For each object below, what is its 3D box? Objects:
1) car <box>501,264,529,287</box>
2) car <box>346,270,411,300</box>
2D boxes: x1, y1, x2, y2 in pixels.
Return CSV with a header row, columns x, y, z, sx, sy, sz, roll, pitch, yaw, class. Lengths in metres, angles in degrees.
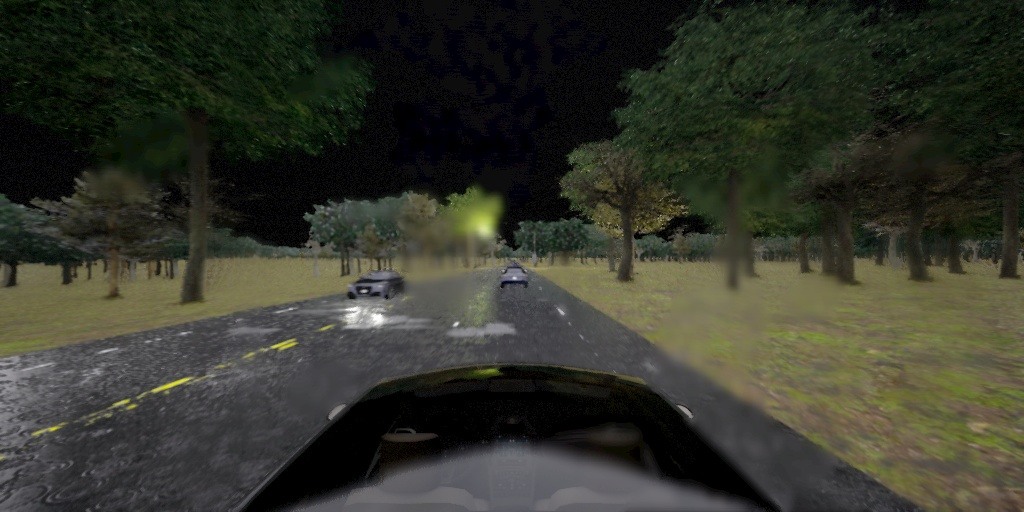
x,y,z,sx,sy,sz,roll,pitch,yaw,class
0.198,1.494,26.483,1.994,1.385,4.181,0,0,0,car
-6.700,1.432,18.400,1.994,1.385,4.181,0,0,3,car
